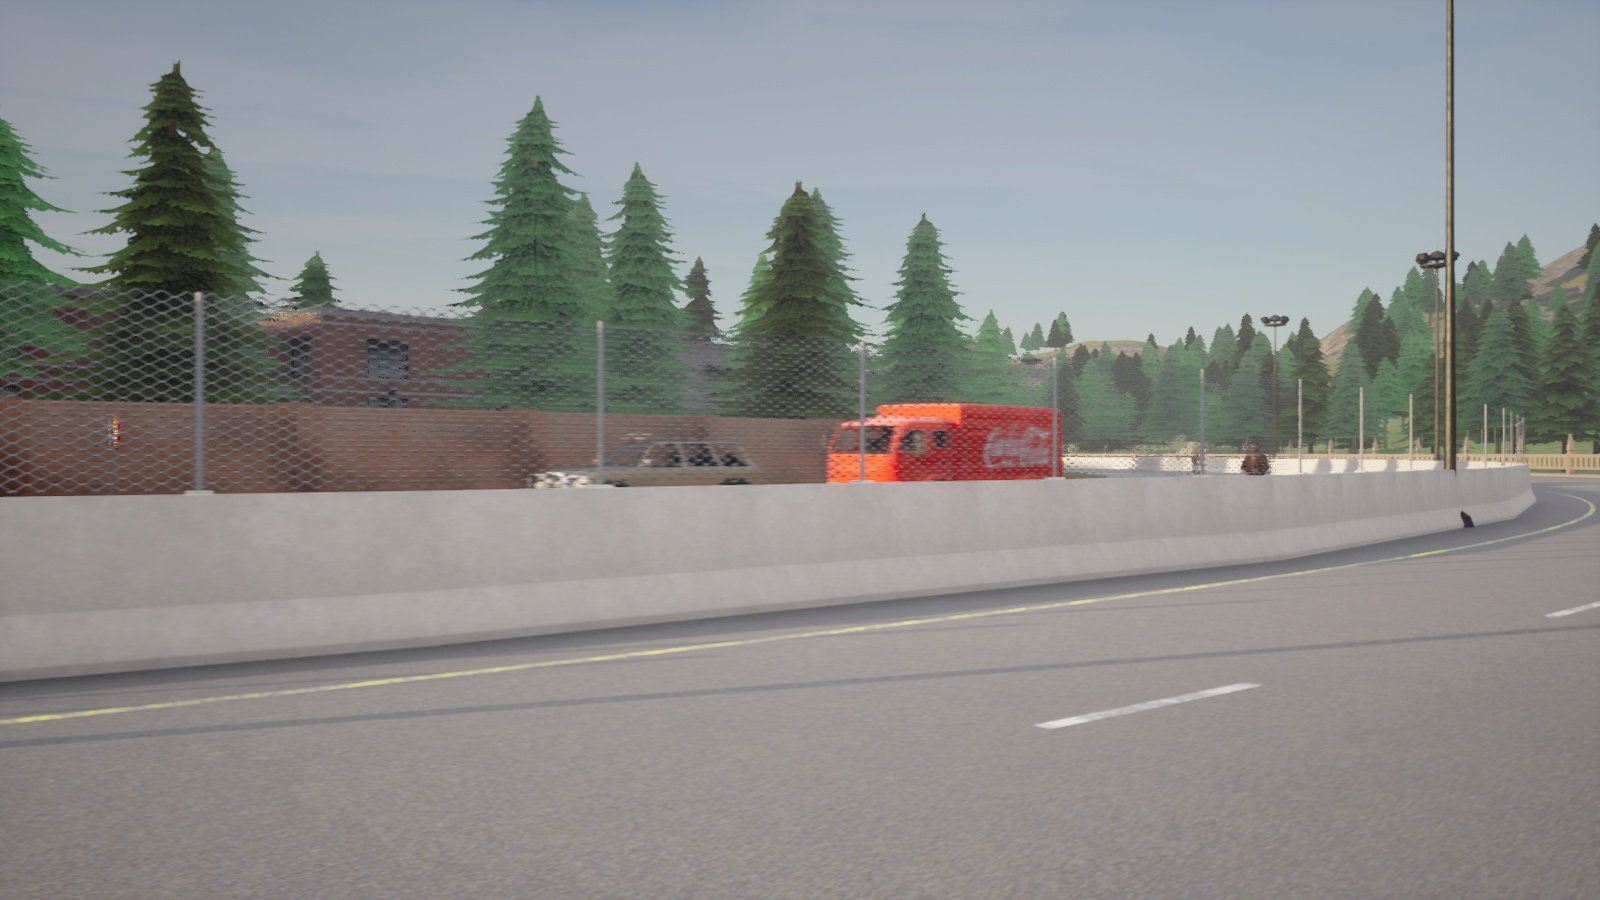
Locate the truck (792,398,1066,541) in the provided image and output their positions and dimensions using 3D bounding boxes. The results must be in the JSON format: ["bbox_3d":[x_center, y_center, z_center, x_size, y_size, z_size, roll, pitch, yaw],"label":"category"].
[{"bbox_3d":[2.613,0.319,24.426,2.627,2.467,5.204,0,0,45],"label":"truck"}]

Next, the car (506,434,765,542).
[{"bbox_3d":[-3.034,0.636,23.815,4.605,1.855,1.932,-1,0,-43],"label":"car"}]
